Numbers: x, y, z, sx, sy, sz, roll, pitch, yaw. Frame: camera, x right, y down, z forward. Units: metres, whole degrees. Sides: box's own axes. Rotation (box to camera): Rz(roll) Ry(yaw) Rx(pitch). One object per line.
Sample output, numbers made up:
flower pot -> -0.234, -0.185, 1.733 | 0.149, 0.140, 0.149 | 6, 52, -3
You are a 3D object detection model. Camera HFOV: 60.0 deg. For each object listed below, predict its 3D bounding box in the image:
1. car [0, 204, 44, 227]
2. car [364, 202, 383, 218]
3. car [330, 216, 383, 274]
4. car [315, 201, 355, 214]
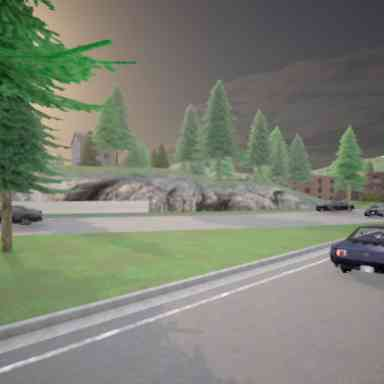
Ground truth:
car -> -12.287, 1.555, 21.881 | 4.674, 1.442, 1.812 | 0, 0, -20
car -> 17.163, 1.612, 29.424 | 4.181, 1.385, 1.994 | 0, 0, -31
car -> 5.883, 1.617, 9.809 | 1.895, 1.301, 4.718 | 0, 0, 44
car -> 15.792, 1.658, 36.757 | 4.718, 1.301, 1.895 | 0, 0, -31
